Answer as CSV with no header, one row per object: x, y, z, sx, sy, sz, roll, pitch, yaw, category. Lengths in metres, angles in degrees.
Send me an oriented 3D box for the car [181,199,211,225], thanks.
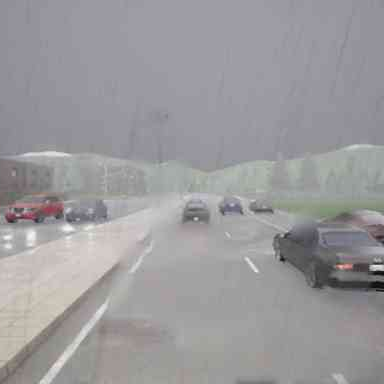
0.288,1.469,23.596,1.837,1.490,4.892,0,0,0,car

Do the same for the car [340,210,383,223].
7.228,1.510,14.410,1.812,1.442,4.674,0,0,1,car

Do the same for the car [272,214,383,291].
3.667,1.537,9.076,2.033,1.411,5.357,0,0,0,car

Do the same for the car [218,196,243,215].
3.872,1.304,33.962,2.097,1.767,4.553,0,0,0,car

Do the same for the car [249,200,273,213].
7.388,1.517,35.812,1.994,1.385,4.181,0,0,0,car

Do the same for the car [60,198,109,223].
-7.862,1.306,25.258,2.097,1.767,4.553,0,0,1,car

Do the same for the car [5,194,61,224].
-11.372,1.177,24.574,2.150,2.045,5.566,0,0,1,car
